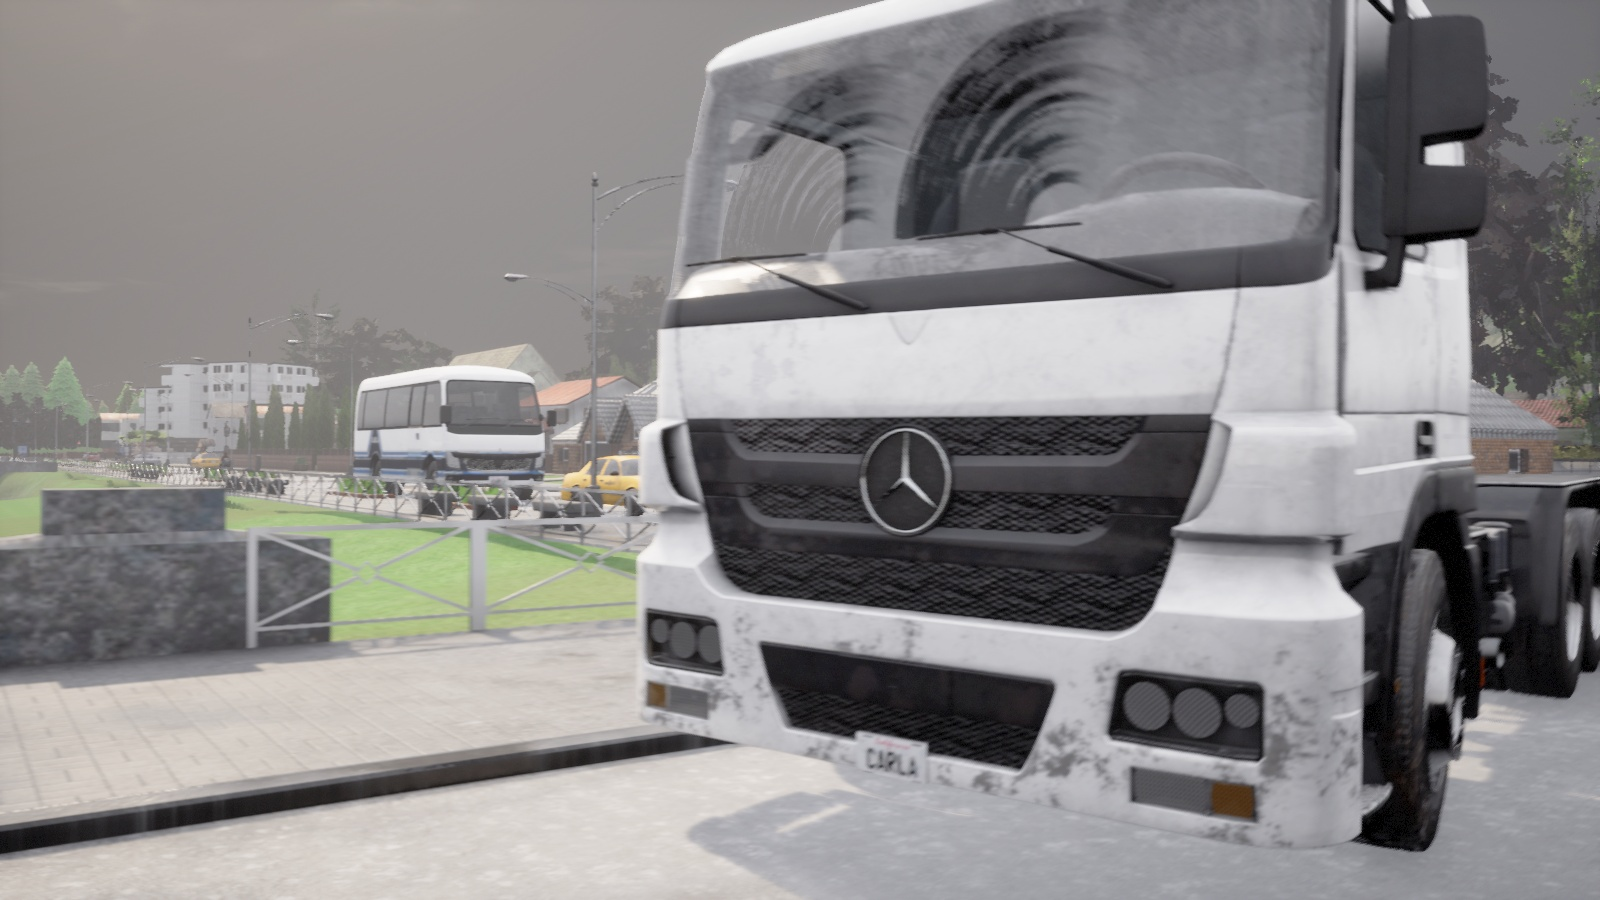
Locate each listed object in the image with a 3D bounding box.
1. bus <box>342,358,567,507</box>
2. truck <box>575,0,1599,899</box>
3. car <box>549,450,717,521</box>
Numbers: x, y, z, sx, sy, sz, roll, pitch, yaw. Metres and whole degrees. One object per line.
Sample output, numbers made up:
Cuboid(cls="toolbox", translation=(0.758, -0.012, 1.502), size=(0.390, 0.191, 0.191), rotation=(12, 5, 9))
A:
Cuboid(cls="bus", translation=(-11.626, -0.480, 41.268), size=(3.944, 4.253, 10.273), rotation=(0, 0, -35))
Cuboid(cls="truck", translation=(2.682, -0.239, 7.330), size=(2.891, 3.462, 7.936), rotation=(1, 1, 38))
Cuboid(cls="car", translation=(-4.185, 0.793, 30.580), size=(1.801, 1.575, 5.366), rotation=(0, 0, -35))
